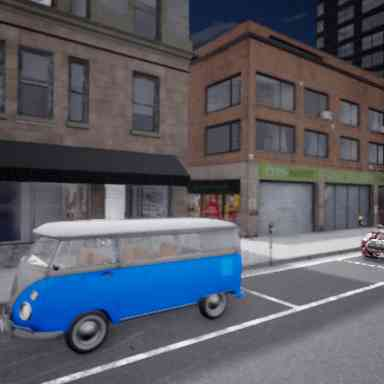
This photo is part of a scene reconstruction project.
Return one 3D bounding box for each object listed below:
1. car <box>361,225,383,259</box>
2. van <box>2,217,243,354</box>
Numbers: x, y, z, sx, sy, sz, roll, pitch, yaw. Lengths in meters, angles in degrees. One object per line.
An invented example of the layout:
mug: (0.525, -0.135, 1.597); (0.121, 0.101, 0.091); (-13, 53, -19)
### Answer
car: (8.032, 1.626, 12.259); (4.097, 1.590, 1.967); (1, -1, -35)
van: (-0.925, 1.376, 5.873); (3.998, 1.788, 1.690); (1, -1, -35)
